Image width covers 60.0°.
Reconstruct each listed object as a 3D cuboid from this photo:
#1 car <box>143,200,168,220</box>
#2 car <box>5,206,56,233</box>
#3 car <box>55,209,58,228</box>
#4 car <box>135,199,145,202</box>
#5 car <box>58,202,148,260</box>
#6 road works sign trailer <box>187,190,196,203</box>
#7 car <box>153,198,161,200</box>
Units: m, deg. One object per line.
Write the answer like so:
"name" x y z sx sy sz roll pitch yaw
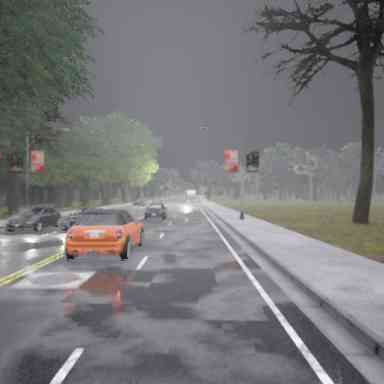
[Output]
"car" -3.242 1.757 30.484 1.812 1.442 4.674 0 0 0
"car" -9.894 1.665 21.150 1.837 1.490 4.892 0 0 0
"car" -6.643 1.723 21.006 1.994 1.385 4.181 0 0 0
"car" -9.977 2.047 63.549 2.033 1.411 5.357 0 0 0
"car" -3.170 1.449 12.950 2.097 1.767 4.553 0 0 0
"road works sign trailer" -0.170 1.176 90.221 2.380 3.560 2.880 0 0 0
"car" -6.735 1.996 63.603 2.128 1.511 4.902 0 0 0
